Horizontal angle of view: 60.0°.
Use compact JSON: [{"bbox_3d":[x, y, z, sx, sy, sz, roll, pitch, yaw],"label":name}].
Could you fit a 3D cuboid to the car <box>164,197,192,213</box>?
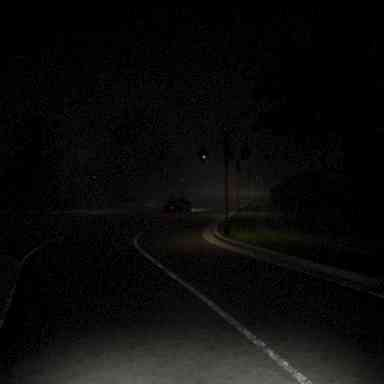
[{"bbox_3d":[-1.335,1.249,33.045,1.882,1.535,5.008,-1,0,13],"label":"car"}]
